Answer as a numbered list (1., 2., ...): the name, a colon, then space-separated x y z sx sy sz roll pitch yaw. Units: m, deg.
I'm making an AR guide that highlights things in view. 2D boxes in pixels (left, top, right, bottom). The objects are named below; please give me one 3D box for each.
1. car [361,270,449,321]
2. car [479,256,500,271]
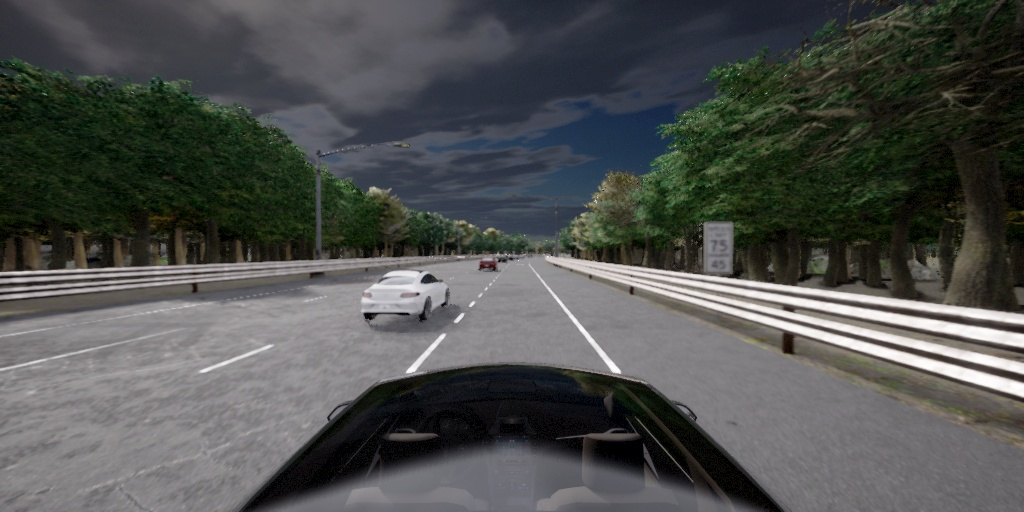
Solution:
1. car: -3.356 1.190 11.891 1.812 1.442 4.674 0 0 1
2. car: -2.731 0.875 42.005 1.882 1.535 5.008 0 0 1
